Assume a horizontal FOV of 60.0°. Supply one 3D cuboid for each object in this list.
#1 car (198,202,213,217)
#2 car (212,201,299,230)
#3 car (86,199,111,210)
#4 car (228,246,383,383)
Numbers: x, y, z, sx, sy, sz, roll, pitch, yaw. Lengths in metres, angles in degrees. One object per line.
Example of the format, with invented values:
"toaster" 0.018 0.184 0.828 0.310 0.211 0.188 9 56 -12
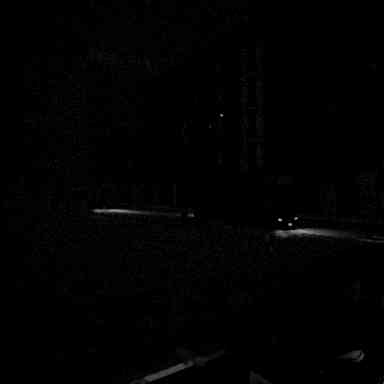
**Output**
"car" 2.318 1.435 28.081 1.994 1.385 4.181 -1 0 -36
"car" 3.936 1.436 20.736 2.033 1.411 5.357 -1 0 -36
"car" -12.265 1.568 43.492 1.895 1.301 4.718 -1 0 -35
"car" 2.461 1.521 4.574 4.313 1.339 1.947 -1 0 -36
